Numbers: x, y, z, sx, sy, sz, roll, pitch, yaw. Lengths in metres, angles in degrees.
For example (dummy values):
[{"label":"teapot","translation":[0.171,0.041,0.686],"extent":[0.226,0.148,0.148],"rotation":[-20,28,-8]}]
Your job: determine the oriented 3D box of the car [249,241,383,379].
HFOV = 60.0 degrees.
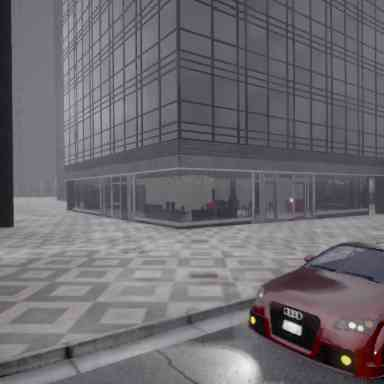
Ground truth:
[{"label":"car","translation":[2.916,1.563,5.440],"extent":[4.181,1.385,1.994],"rotation":[0,0,-35]}]
